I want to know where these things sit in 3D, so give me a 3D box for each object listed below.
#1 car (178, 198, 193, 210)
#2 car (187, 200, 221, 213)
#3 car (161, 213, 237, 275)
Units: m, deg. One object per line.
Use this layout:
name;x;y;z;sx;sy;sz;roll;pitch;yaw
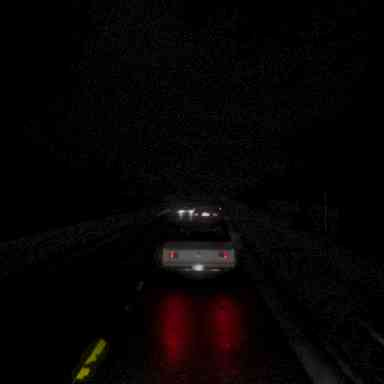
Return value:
car;-0.577;1.441;41.128;2.033;1.411;5.357;0;0;4
car;1.061;1.469;23.523;2.033;1.411;5.357;0;0;5
car;0.317;1.562;10.351;1.895;1.301;4.718;0;0;4
